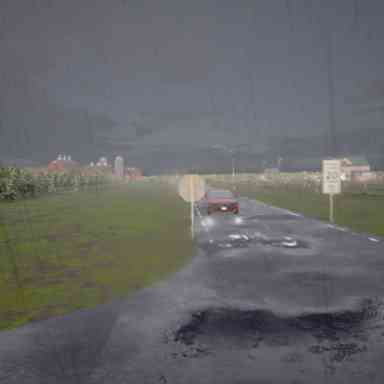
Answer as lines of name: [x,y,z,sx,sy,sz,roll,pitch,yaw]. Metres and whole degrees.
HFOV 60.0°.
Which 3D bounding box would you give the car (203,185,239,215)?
car: [1.745,0.548,21.410,1.882,1.535,5.008,-1,3,-2]
